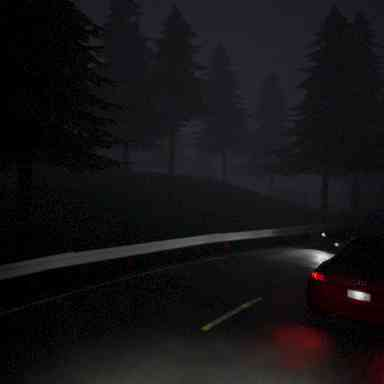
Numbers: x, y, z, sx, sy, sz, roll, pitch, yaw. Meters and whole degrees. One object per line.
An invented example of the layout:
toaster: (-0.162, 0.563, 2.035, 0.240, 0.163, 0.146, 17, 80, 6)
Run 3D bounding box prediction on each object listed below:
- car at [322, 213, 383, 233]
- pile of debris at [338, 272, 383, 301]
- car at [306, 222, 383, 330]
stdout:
car: (7.704, 1.567, 13.563, 5.357, 1.411, 2.033, 0, 0, -28)
pile of debris: (4.538, 2.185, 7.609, 1.860, 0.140, 1.500, 0, 0, -39)
car: (3.970, 1.568, 6.600, 1.994, 1.385, 4.181, 1, 1, 44)
